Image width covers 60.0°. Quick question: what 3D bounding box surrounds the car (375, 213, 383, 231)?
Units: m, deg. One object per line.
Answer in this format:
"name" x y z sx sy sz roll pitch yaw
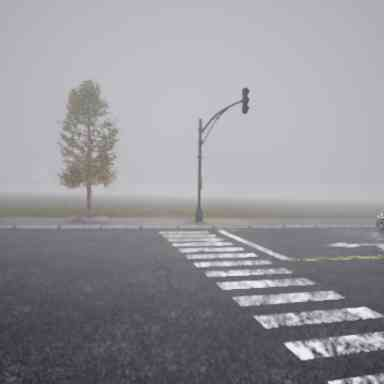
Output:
"car" 12.764 1.425 18.749 4.553 1.767 2.097 2 2 -16
